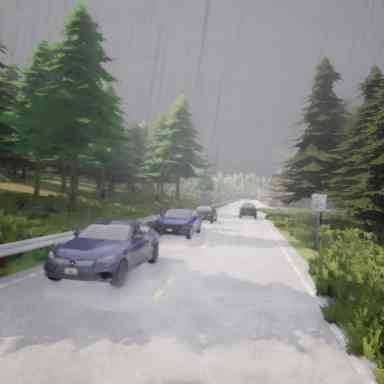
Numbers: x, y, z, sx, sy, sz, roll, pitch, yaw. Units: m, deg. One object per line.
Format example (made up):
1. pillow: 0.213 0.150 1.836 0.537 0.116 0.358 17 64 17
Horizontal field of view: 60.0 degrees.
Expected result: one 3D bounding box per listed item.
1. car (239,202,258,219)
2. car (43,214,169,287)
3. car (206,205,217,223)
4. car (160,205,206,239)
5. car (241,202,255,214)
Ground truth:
1. car: 6.191 2.101 36.609 1.837 1.490 4.892 3 0 10
2. car: -2.231 1.512 9.561 1.812 1.442 4.674 3 0 10
3. car: 1.121 1.822 28.684 1.812 1.442 4.674 3 0 10
4. car: -0.651 1.610 18.590 1.882 1.535 5.008 3 0 10
5. car: 8.137 2.284 47.995 1.837 1.490 4.892 3 0 10
